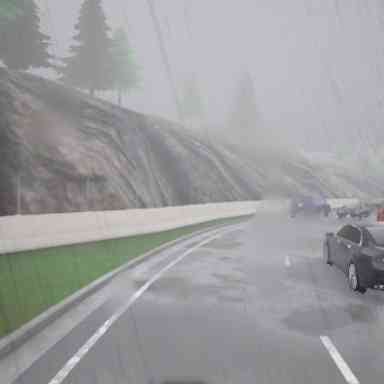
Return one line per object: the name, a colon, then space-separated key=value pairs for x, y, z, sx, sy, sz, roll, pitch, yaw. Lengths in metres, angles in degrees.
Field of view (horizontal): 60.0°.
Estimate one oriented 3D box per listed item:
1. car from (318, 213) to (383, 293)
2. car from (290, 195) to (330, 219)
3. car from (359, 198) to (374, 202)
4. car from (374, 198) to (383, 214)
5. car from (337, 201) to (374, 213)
car: x=4.815 y=1.536 z=8.769 sx=1.837 sy=1.490 sz=4.892 roll=0 pitch=0 yaw=11
car: x=10.980 y=1.283 z=30.719 sx=2.150 sy=2.045 sz=5.566 roll=1 pitch=0 yaw=38
car: x=22.489 y=1.497 z=41.662 sx=4.553 sy=1.767 sz=2.097 roll=1 pitch=0 yaw=-36
car: x=12.305 y=1.305 z=19.748 sx=2.150 sy=2.045 sz=5.566 roll=0 pitch=0 yaw=27
car: x=14.171 y=1.690 z=28.914 sx=1.895 sy=1.301 sz=4.718 roll=1 pitch=0 yaw=38
